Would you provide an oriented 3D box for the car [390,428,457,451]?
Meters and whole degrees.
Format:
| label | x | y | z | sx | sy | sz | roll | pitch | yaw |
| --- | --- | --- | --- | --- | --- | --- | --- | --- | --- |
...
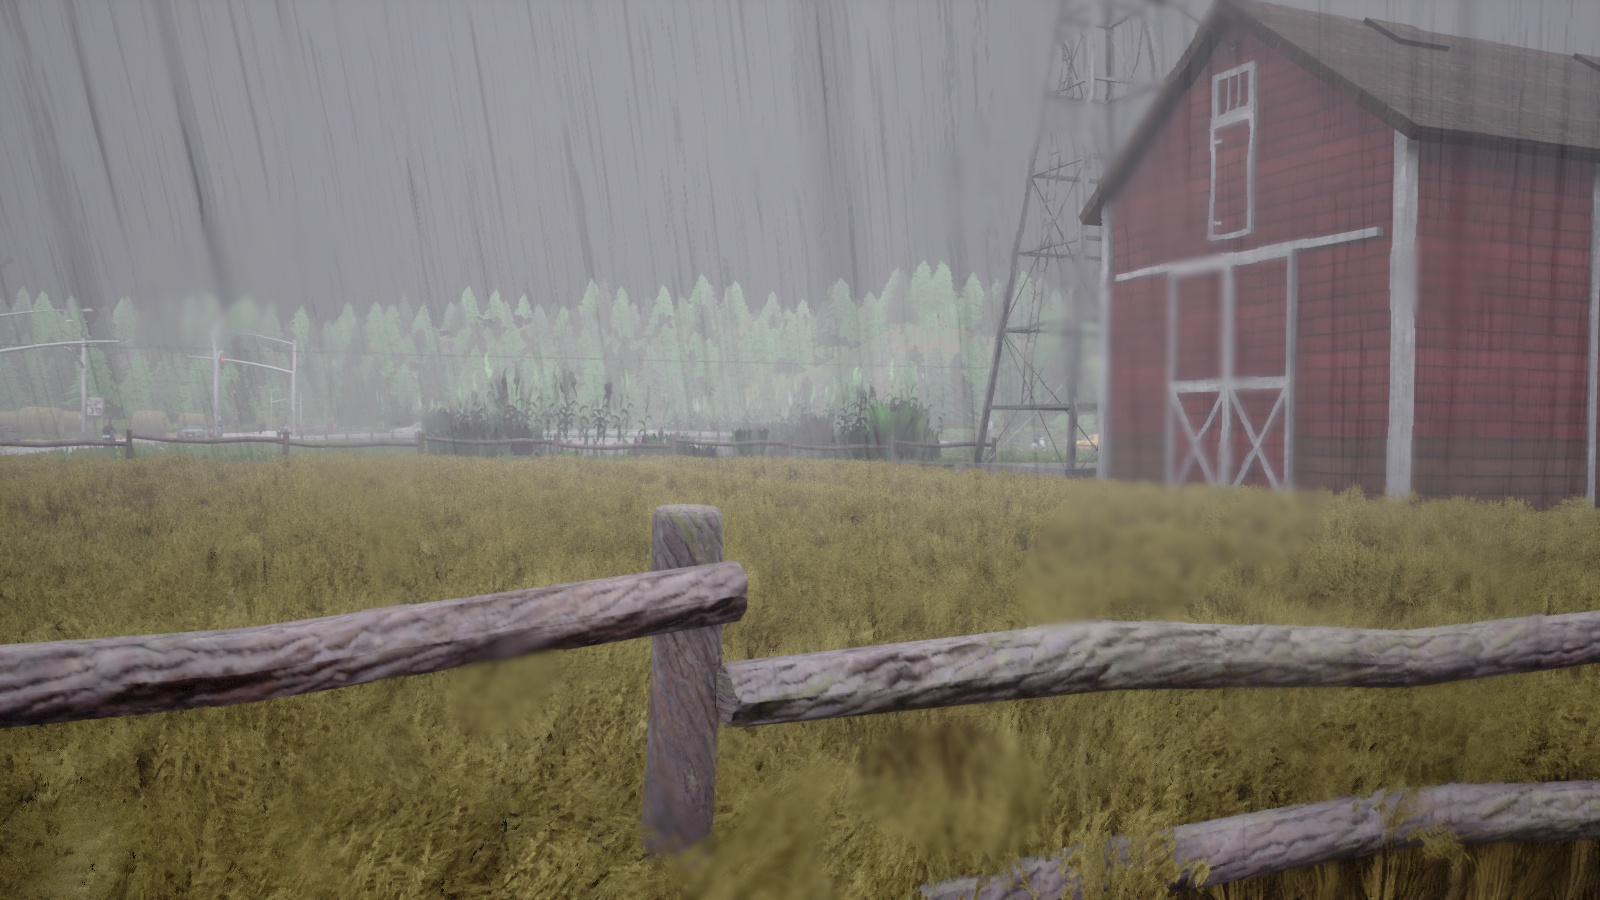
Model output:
| label | x | y | z | sx | sy | sz | roll | pitch | yaw |
| --- | --- | --- | --- | --- | --- | --- | --- | --- | --- |
| car | -28.051 | -0.773 | 93.741 | 4.674 | 1.442 | 1.812 | -4 | 2 | -15 |

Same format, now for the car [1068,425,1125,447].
| label | x | y | z | sx | sy | sz | roll | pitch | yaw |
| --- | --- | --- | --- | --- | --- | --- | --- | --- | --- |
| car | 22.032 | -1.021 | 93.438 | 1.801 | 1.575 | 5.366 | -1 | 1 | -15 |
